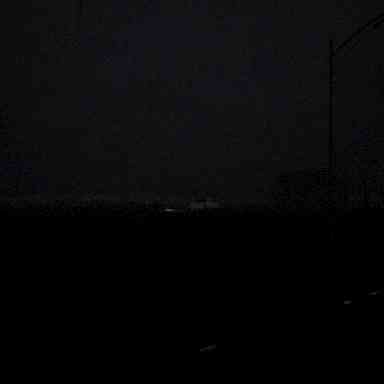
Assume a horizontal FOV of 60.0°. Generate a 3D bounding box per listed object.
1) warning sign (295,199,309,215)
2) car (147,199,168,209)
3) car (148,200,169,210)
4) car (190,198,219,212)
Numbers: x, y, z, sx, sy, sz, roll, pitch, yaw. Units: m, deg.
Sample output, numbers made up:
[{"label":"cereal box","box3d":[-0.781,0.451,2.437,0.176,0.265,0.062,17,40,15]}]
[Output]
[{"label":"warning sign","box3d":[13.578,1.813,40.928,1.300,1.860,1.060,3,-2,-36]},{"label":"car","box3d":[-6.775,2.341,64.654,2.097,1.767,4.553,2,-2,-36]},{"label":"car","box3d":[-5.812,2.401,58.649,1.994,1.385,4.181,2,-2,-36]},{"label":"car","box3d":[1.954,2.026,52.692,2.150,2.045,5.566,2,-2,-36]}]
